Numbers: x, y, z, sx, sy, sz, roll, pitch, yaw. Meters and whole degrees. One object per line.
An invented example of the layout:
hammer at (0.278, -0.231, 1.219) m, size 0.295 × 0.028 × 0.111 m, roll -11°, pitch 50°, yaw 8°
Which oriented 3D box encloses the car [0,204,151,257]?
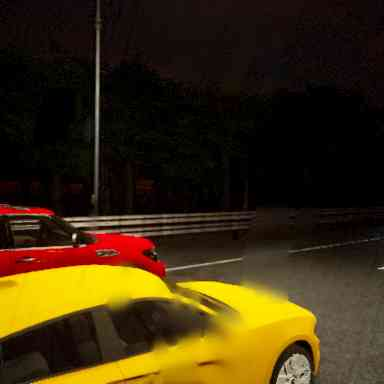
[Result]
car at (-3.189, 1.229, 5.776) m, size 5.566 × 2.045 × 2.150 m, roll 1°, pitch 0°, yaw -35°

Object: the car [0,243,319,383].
car at (-0.817, 1.488, 3.170) m, size 5.008 × 1.535 × 1.882 m, roll 1°, pitch 0°, yaw -35°
